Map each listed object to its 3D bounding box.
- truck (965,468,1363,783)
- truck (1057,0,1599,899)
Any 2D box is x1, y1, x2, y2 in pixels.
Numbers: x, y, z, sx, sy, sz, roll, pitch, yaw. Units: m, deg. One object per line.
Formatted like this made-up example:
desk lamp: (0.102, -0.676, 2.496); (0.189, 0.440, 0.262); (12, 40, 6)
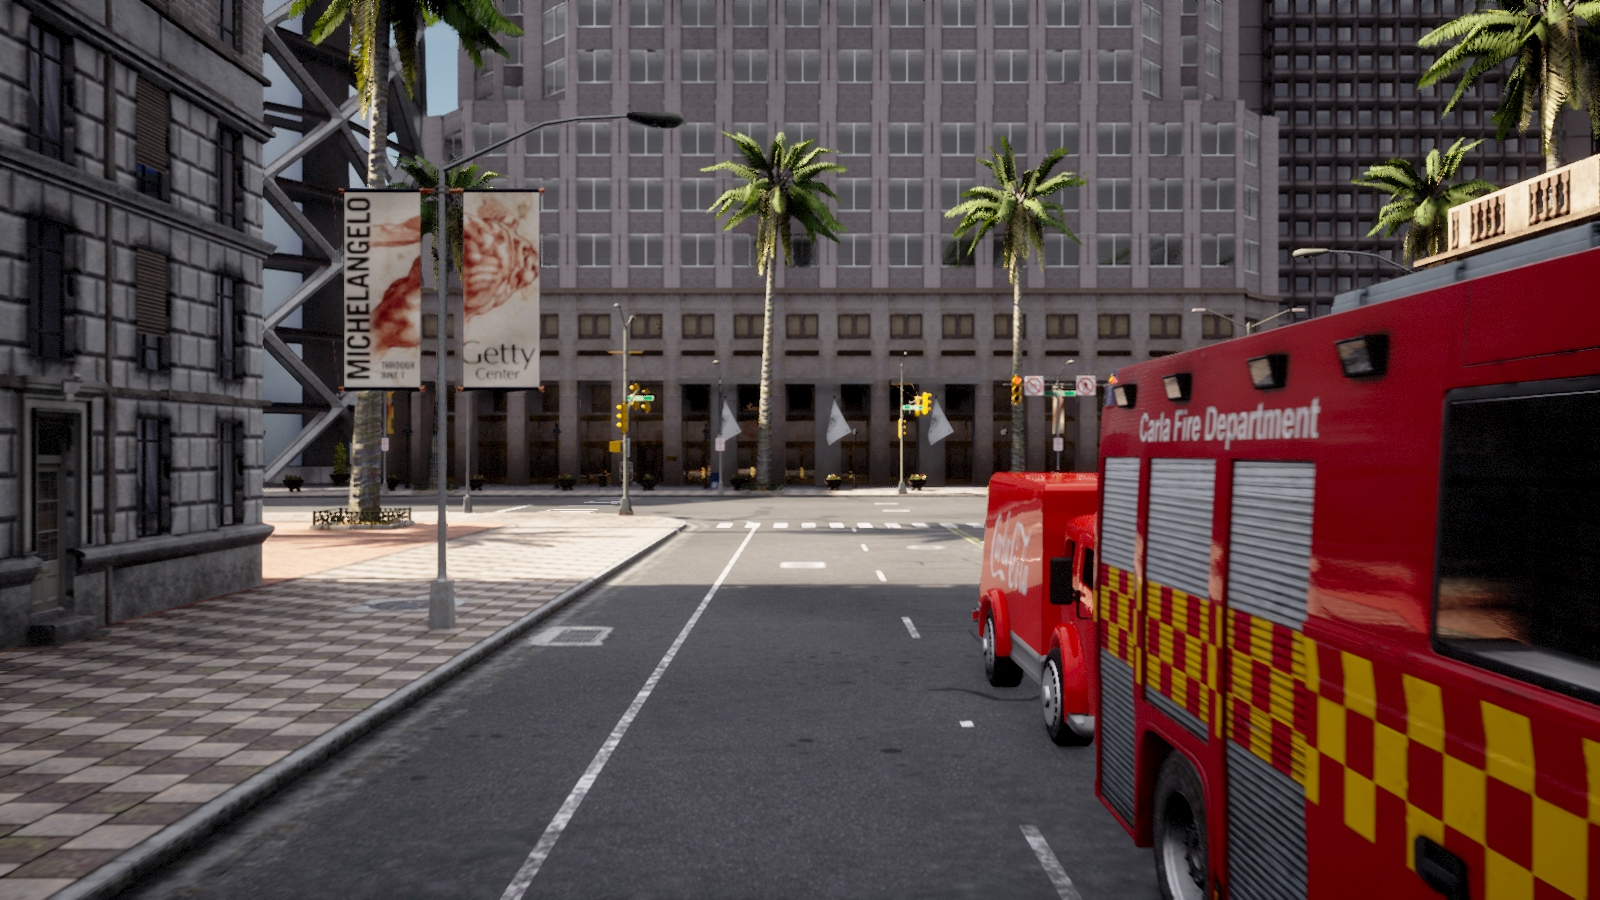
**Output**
truck: (3.465, 1.540, 12.318); (2.627, 2.467, 5.204); (0, 1, 0)
truck: (3.220, 0.888, 3.623); (2.891, 3.827, 8.468); (0, 0, 0)
